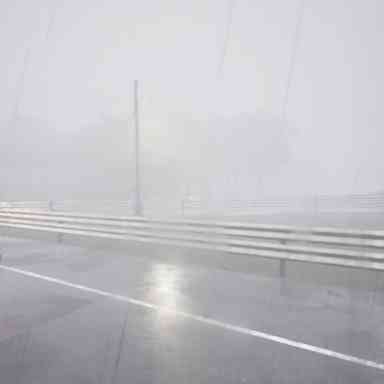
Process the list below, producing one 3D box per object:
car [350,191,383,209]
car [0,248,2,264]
[{"bbox_3d":[17.426,0.684,31.546,4.553,1.767,2.097,-1,0,-6],"label":"car"},{"bbox_3d":[-7.211,1.621,9.081,4.718,1.301,1.895,0,0,36],"label":"car"}]
